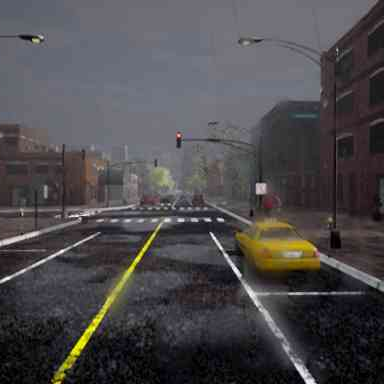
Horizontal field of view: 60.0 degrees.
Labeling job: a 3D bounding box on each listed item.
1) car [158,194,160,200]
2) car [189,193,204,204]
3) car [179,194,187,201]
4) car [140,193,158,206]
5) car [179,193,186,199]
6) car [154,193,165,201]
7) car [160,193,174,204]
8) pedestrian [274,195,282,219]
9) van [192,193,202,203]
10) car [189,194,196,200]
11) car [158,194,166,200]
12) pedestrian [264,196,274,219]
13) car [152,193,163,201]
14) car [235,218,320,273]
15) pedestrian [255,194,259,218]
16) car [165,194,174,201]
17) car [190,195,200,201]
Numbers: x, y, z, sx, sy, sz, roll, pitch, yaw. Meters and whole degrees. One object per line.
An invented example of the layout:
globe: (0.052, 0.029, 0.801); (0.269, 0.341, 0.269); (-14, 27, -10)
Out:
car: (-7.308, 1.418, 59.220); (1.887, 1.381, 4.507); (0, 0, -2)
car: (1.067, 1.190, 59.449); (2.192, 1.841, 5.009); (-1, 0, -2)
car: (-2.178, 1.352, 79.812); (2.128, 1.511, 4.902); (0, 0, -2)
car: (-7.158, 1.201, 53.678); (2.192, 1.841, 5.009); (0, 0, -2)
car: (-2.461, 1.182, 90.224); (1.882, 1.535, 5.008); (0, 0, -2)
car: (-7.916, 1.141, 81.388); (2.192, 1.841, 5.009); (0, 0, -2)
car: (-4.709, 1.436, 60.539); (1.994, 1.385, 4.181); (0, 0, -1)
pedestrian: (6.337, 1.087, 24.521); (0.375, 1.860, 0.375); (-1, 1, -2)
van: (0.916, 1.204, 64.991); (1.690, 1.788, 3.998); (-1, 0, -2)
car: (0.159, 1.243, 92.701); (1.967, 1.590, 4.097); (-1, 0, -2)
car: (-8.217, 1.346, 92.472); (1.887, 1.381, 4.507); (0, 0, -2)
pedestrian: (5.442, 1.093, 23.869); (0.375, 1.860, 0.375); (-1, 1, -2)
car: (-7.765, 1.153, 75.846); (2.192, 1.841, 5.009); (0, 0, -2)
car: (2.408, 1.504, 10.500); (1.752, 1.417, 4.829); (-1, 0, -2)
pedestrian: (5.018, 1.090, 25.084); (0.375, 1.860, 0.375); (-1, 1, -2)
car: (-5.065, 1.316, 75.659); (1.882, 1.535, 5.008); (0, 0, -2)
car: (0.615, 1.390, 76.075); (2.008, 1.369, 4.403); (-1, 0, -2)
